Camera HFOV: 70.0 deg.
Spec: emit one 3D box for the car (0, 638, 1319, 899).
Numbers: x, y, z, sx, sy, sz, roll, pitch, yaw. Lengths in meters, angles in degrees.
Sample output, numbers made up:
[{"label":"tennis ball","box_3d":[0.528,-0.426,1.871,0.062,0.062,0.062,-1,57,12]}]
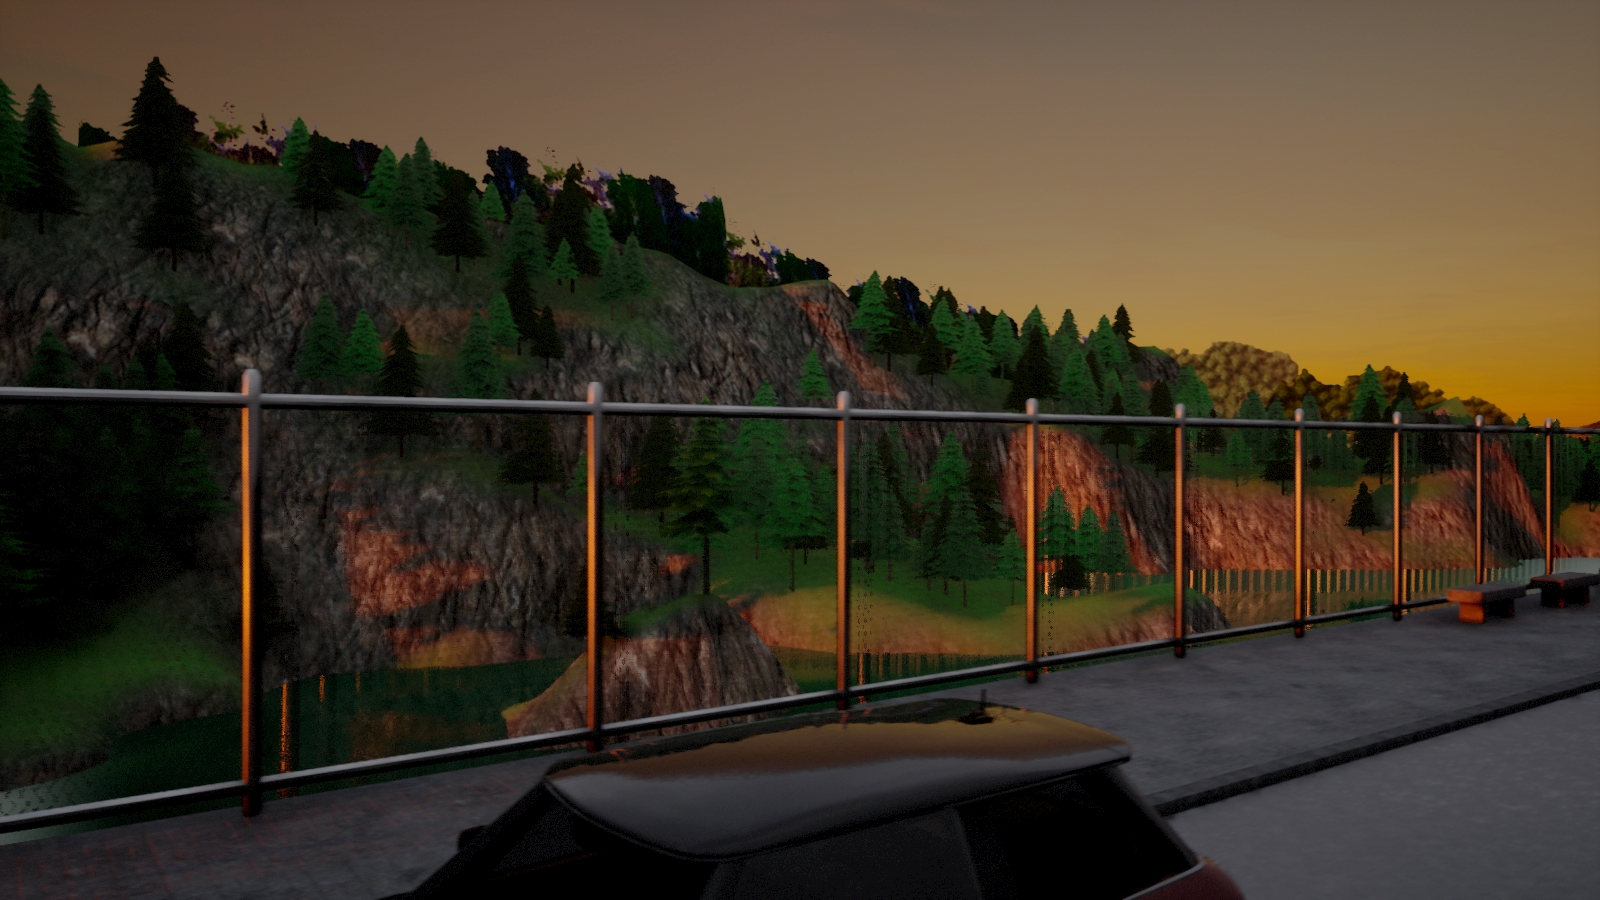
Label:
[{"label":"car","box_3d":[-0.422,1.905,4.021,4.553,1.767,2.097,0,0,-36]}]
